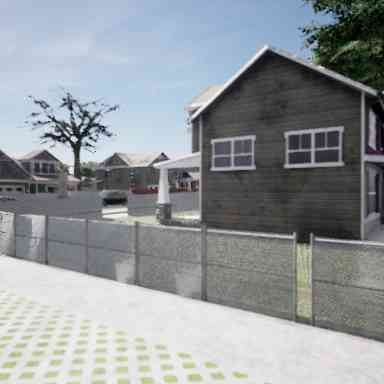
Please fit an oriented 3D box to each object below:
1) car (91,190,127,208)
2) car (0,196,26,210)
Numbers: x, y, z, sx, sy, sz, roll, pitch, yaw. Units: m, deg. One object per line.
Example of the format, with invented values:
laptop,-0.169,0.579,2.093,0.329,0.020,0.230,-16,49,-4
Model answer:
car,-8.596,0.638,33.719,2.097,1.767,4.553,0,2,35
car,-14.805,1.074,24.917,2.128,1.511,4.902,0,2,35
